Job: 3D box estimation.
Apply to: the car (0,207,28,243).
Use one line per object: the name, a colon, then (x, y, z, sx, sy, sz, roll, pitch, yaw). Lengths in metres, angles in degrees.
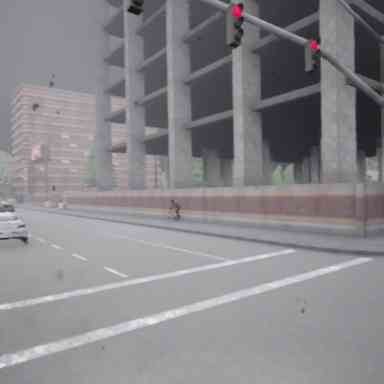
car: (-9.410, 1.723, 16.402, 1.812, 1.442, 4.674, -1, 0, -37)

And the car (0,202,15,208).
car: (-22.067, 1.968, 39.156, 1.837, 1.490, 4.892, -1, 0, -36)

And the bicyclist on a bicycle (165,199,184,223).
bicyclist on a bicycle: (-1.233, 1.331, 23.451, 1.656, 1.620, 0.582, -1, 0, -37)
